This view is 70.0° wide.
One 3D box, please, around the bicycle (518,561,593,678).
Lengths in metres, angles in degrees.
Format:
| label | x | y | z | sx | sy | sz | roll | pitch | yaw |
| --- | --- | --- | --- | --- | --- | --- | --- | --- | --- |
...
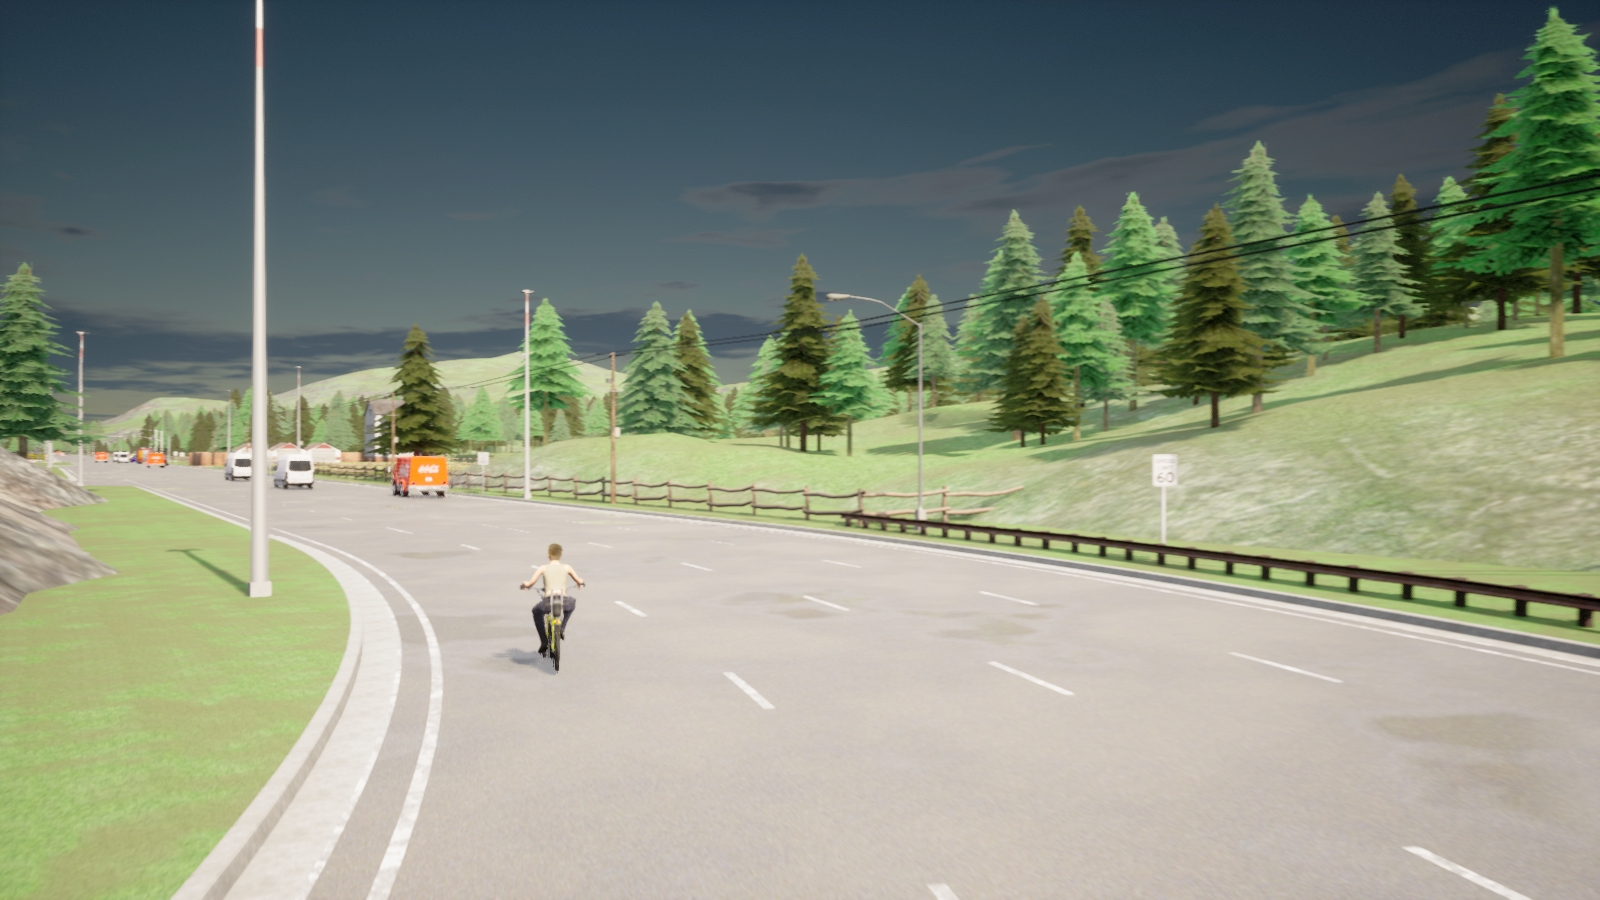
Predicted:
| label | x | y | z | sx | sy | sz | roll | pitch | yaw |
| --- | --- | --- | --- | --- | --- | --- | --- | --- | --- |
| bicycle | -3.216 | 2.171 | 14.935 | 0.859 | 1.276 | 1.487 | 0 | 0 | -16 |

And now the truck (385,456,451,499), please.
| label | x | y | z | sx | sy | sz | roll | pitch | yaw |
| --- | --- | --- | --- | --- | --- | --- | --- | --- | --- |
| truck | -23.530 | 1.630 | 70.234 | 2.627 | 2.467 | 5.204 | 0 | 0 | -34 |
